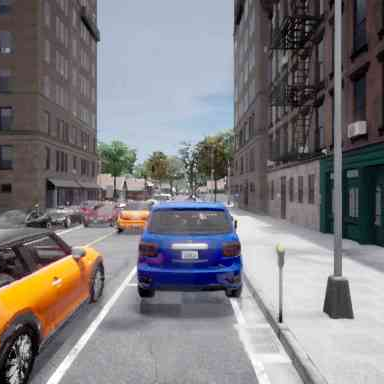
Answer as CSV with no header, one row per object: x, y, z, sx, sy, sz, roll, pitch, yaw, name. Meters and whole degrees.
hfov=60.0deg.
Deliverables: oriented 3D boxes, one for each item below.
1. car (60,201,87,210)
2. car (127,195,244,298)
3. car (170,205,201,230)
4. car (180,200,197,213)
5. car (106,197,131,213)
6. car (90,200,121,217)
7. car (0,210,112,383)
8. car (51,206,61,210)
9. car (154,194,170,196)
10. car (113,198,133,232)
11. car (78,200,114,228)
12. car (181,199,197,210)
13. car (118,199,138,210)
-8.408,1.553,21.869,2.008,1.369,4.403,0,0,0,car
-0.039,1.228,8.680,2.150,2.045,5.566,0,0,0,car
-0.383,1.584,21.873,1.802,1.307,4.206,0,0,0,car
-0.383,1.596,38.428,1.802,1.307,4.206,0,0,0,car
-8.408,1.454,38.426,1.967,1.590,4.097,0,0,0,car
-8.408,1.535,32.737,1.752,1.417,4.829,0,0,0,car
-2.925,1.353,5.291,2.097,1.767,4.553,0,0,0,car
-8.408,1.567,16.351,1.947,1.339,4.313,0,0,0,car
-2.922,1.231,34.104,2.150,2.045,5.566,0,0,0,car
-3.021,1.354,20.036,2.097,1.767,4.553,0,0,0,car
-5.870,1.528,22.577,1.812,1.442,4.674,0,0,0,car
-0.383,1.584,43.946,1.947,1.339,4.313,0,0,0,car
-8.408,1.600,43.945,1.802,1.307,4.206,0,0,0,car
